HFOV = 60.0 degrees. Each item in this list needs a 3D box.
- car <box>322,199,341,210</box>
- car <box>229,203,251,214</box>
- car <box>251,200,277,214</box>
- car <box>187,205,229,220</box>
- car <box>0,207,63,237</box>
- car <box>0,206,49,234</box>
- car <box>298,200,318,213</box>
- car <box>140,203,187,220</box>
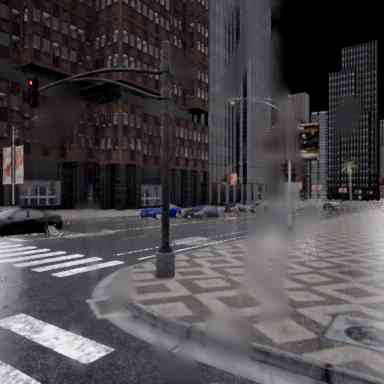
[{"bbox_3d":[26.025,2.506,62.314,1.837,1.490,4.892,0,-1,35],"label":"car"},{"bbox_3d":[5.780,2.167,45.037,1.994,1.385,4.181,0,-1,35],"label":"car"},{"bbox_3d":[9.447,2.140,44.591,1.837,1.490,4.892,0,-1,35],"label":"car"},{"bbox_3d":[1.258,1.973,32.958,2.033,1.411,5.357,0,-1,35],"label":"car"},{"bbox_3d":[-9.406,1.634,17.734,1.882,1.535,5.008,0,-1,35],"label":"car"},{"bbox_3d":[-11.589,1.655,20.283,2.128,1.511,4.902,0,-1,35],"label":"car"},{"bbox_3d":[17.369,2.319,49.974,2.033,1.411,5.357,0,-1,34],"label":"car"},{"bbox_3d":[-2.971,1.859,32.585,1.882,1.535,5.008,0,-1,35],"label":"car"}]
